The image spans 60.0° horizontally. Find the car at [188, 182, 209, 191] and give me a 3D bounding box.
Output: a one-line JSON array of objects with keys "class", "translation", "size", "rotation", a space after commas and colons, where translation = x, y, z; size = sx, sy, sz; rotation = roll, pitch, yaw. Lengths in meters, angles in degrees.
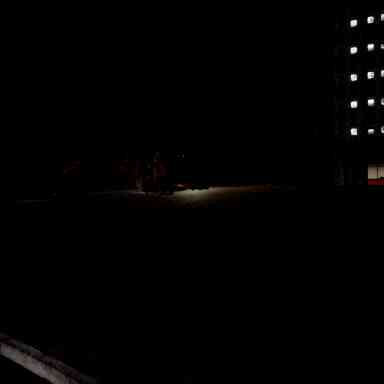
[{"class": "car", "translation": [1.498, -0.965, 62.255], "size": [1.895, 1.301, 4.718], "rotation": [0, 2, 29]}]

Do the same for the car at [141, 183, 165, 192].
[{"class": "car", "translation": [-6.980, -0.766, 60.452], "size": [1.812, 1.442, 4.674], "rotation": [0, 2, 30]}]

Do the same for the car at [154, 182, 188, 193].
[{"class": "car", "translation": [-3.281, -0.592, 53.758], "size": [2.033, 1.411, 5.357], "rotation": [0, 2, 30]}]

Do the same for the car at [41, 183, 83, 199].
[{"class": "car", "translation": [-16.988, -0.202, 43.887], "size": [2.150, 2.045, 5.566], "rotation": [0, 2, 31]}]

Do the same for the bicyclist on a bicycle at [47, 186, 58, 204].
[{"class": "bicyclist on a bicycle", "translation": [-12.699, 0.252, 30.290], "size": [1.656, 1.620, 0.582], "rotation": [-1, 2, 33]}]

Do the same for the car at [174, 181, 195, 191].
[{"class": "car", "translation": [-1.379, -1.200, 63.769], "size": [2.097, 1.767, 4.553], "rotation": [0, 2, 29]}]

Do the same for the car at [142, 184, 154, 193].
[{"class": "car", "translation": [-6.059, -0.584, 55.445], "size": [2.033, 1.411, 5.357], "rotation": [0, 2, 30]}]
